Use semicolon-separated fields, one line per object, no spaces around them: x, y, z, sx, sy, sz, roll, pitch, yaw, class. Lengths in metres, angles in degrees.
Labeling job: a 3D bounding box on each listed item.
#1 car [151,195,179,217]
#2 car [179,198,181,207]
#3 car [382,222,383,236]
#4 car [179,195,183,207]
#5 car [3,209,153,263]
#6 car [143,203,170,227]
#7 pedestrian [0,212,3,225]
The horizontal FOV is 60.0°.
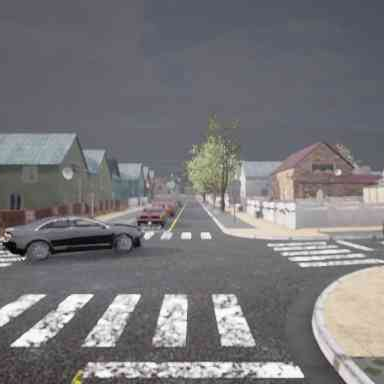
-2.834;1.386;33.584;2.150;2.045;5.566;0;0;0;car
-2.823;1.812;43.543;1.895;1.301;4.718;0;0;0;car
10.418;1.255;13.519;5.008;1.535;1.882;-2;-1;-2;car
-2.732;1.483;55.557;2.150;2.045;5.566;0;0;4;car
-4.272;1.609;12.455;4.902;1.511;2.128;-1;0;-27;car
-2.803;1.719;23.832;1.895;1.301;4.718;0;0;-1;car
-9.683;1.541;16.357;0.375;1.860;0.375;0;0;0;pedestrian
